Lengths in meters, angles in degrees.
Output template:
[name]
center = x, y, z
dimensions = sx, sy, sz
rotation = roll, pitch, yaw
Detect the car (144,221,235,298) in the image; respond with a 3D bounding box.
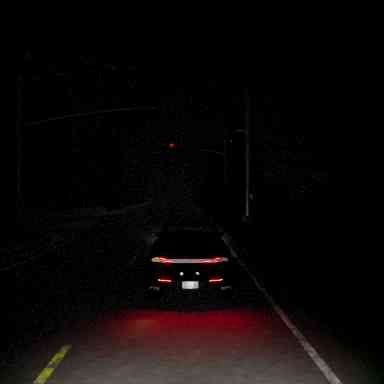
[car]
center = -0.071, 1.492, 8.530
dimensions = 2.128, 1.511, 4.902
rotation = 0, 0, -1
